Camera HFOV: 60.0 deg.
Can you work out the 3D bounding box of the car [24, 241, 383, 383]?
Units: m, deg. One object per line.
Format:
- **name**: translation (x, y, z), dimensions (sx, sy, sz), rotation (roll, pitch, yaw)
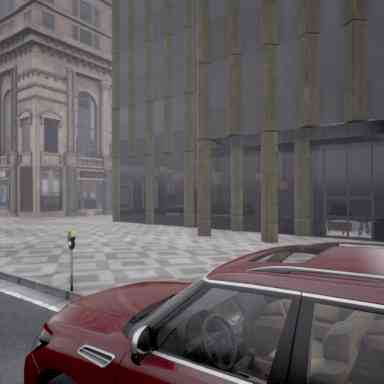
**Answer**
- **car**: translation (0.897, 1.315, 2.333), dimensions (5.009, 1.841, 2.192), rotation (0, 0, 36)
